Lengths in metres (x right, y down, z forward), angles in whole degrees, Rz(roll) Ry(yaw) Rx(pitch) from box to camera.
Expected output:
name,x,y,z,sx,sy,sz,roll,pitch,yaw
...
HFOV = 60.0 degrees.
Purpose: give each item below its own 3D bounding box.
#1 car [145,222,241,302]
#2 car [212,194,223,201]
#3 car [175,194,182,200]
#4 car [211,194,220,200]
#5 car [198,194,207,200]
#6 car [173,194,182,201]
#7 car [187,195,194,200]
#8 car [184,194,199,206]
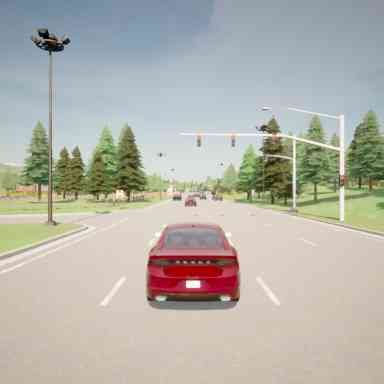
name,x,y,z,sx,sy,sz,roll,pitch,yaw
car,0.031,1.477,8.353,1.882,1.535,5.008,0,0,0
car,6.681,1.513,83.595,2.128,1.511,4.902,0,0,0
car,-3.859,1.306,93.974,1.882,1.535,5.008,0,0,0
car,6.641,1.368,94.014,2.033,1.411,5.357,0,0,0
car,3.139,1.520,94.414,1.812,1.442,4.674,0,0,0
car,-3.819,1.466,83.554,1.882,1.535,5.008,0,0,0
car,-0.359,1.423,94.018,1.895,1.301,4.718,0,0,0
car,-0.201,1.523,52.955,1.812,1.442,4.674,0,0,0
